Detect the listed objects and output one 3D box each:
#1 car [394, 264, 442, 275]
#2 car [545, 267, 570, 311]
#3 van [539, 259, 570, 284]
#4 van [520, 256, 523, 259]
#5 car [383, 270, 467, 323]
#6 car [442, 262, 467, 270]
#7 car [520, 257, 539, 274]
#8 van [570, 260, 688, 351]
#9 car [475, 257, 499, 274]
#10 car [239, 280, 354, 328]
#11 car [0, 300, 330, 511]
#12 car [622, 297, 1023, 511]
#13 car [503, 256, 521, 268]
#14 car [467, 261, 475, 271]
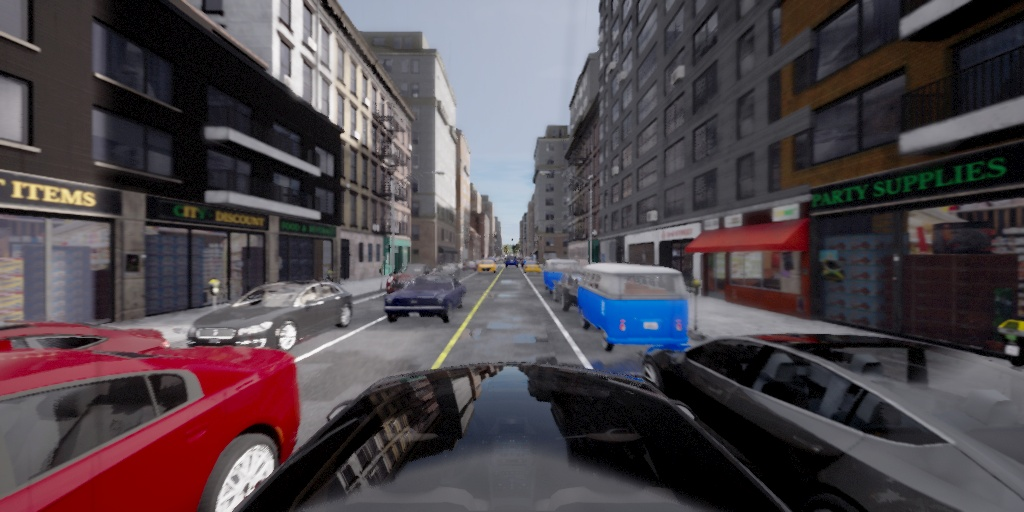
[{"bbox_3d":[-5.390,1.183,19.687,1.967,1.591,4.097,0,0,0],"label":"car"},{"bbox_3d":[2.636,1.294,14.179,2.007,1.370,4.403,0,0,0],"label":"car"},{"bbox_3d":[2.635,1.083,19.689,1.690,1.789,3.998,0,0,0],"label":"van"},{"bbox_3d":[2.628,1.084,58.265,1.690,1.789,3.998,0,0,0],"label":"van"},{"bbox_3d":[-2.751,1.346,12.301,1.895,1.301,4.718,0,0,0],"label":"car"},{"bbox_3d":[-5.392,1.294,30.709,2.007,1.370,4.403,0,0,0],"label":"car"},{"bbox_3d":[2.219,1.201,40.782,1.801,1.575,5.366,0,0,0],"label":"car"},{"bbox_3d":[2.637,1.086,8.668,1.690,1.789,3.998,0,0,0],"label":"van"},{"bbox_3d":[-2.843,1.222,41.805,1.882,1.535,5.008,0,0,0],"label":"car"},{"bbox_3d":[-5.388,1.297,8.666,2.007,1.370,4.403,0,0,0],"label":"car"},{"bbox_3d":[-2.814,1.229,1.117,1.882,1.535,5.008,0,0,0],"label":"car"},{"bbox_3d":[2.638,1.315,3.158,1.948,1.339,4.313,0,0,0],"label":"car"},{"bbox_3d":[-0.011,0.963,60.738,2.150,2.045,5.566,0,0,0],"label":"car"},{"bbox_3d":[-5.395,1.327,47.242,1.802,1.307,4.207,0,0,0],"label":"car"}]
